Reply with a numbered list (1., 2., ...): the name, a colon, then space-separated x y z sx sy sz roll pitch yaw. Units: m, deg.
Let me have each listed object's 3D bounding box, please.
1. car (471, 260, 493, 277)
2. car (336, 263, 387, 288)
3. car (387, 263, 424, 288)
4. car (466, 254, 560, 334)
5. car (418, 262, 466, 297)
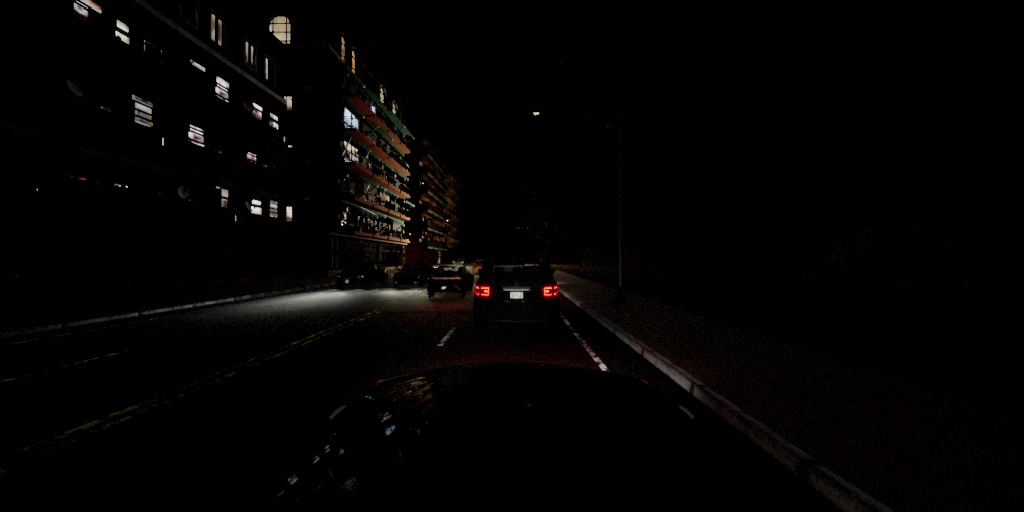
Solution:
1. car: -3.041 1.229 37.563 1.882 1.535 5.008 0 0 0
2. car: -9.783 1.243 23.727 2.128 1.511 4.902 0 0 0
3. car: -6.531 1.229 24.349 1.882 1.535 5.008 0 0 0
4. car: 0.121 0.973 10.733 2.150 2.045 5.566 0 0 0
5. car: -3.099 1.243 18.828 2.128 1.511 4.902 0 0 0
